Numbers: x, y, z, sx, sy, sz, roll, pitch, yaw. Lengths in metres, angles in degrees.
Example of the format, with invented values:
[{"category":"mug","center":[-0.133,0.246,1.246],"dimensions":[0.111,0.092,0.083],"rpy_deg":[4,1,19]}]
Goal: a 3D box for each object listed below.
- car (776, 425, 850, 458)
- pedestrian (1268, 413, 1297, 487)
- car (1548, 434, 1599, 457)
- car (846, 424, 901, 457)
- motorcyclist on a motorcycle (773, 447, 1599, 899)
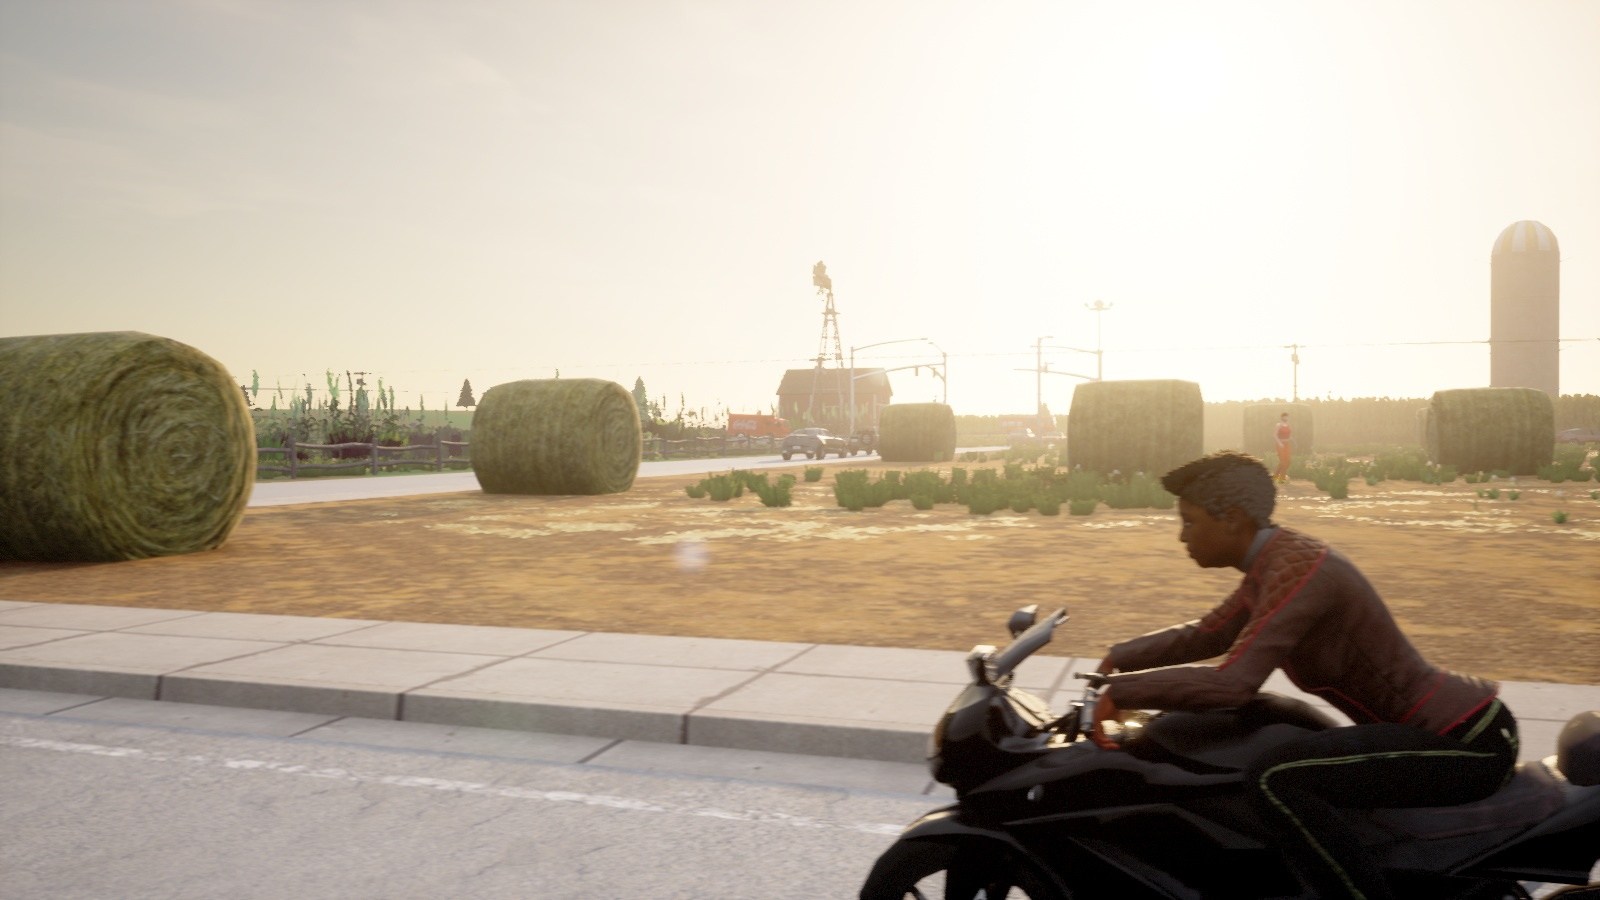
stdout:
[{"category":"car","center":[0.722,-0.459,64.452],"dimensions":[2.152,1.651,5.027],"rpy_deg":[1,1,21]},{"category":"pedestrian","center":[12.063,-0.006,31.424],"dimensions":[0.345,1.836,0.594],"rpy_deg":[0,1,-23]},{"category":"car","center":[53.168,-0.322,84.214],"dimensions":[4.792,1.488,2.163],"rpy_deg":[1,1,18]},{"category":"car","center":[4.356,-0.556,73.737],"dimensions":[1.932,1.855,4.605],"rpy_deg":[1,1,21]},{"category":"motorcyclist on a motorcycle","center":[1.036,0.767,2.844],"dimensions":[2.044,1.523,0.797],"rpy_deg":[1,1,19]}]
